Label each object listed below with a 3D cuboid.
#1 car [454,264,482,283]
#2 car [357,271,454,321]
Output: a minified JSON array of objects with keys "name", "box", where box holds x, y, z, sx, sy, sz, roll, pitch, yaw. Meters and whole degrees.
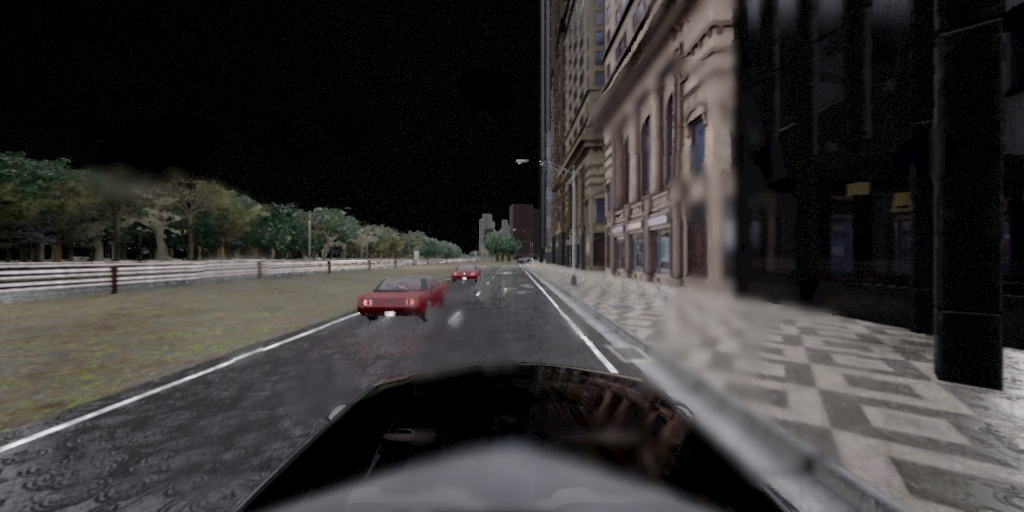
[{"name":"car","box":[-3.396,1.309,27.783,1.895,1.301,4.718,0,0,0]},{"name":"car","box":[-3.398,1.323,12.225,1.895,1.301,4.718,0,0,0]}]
